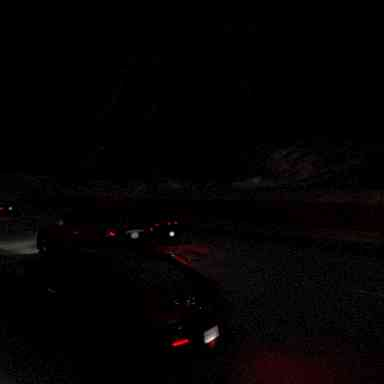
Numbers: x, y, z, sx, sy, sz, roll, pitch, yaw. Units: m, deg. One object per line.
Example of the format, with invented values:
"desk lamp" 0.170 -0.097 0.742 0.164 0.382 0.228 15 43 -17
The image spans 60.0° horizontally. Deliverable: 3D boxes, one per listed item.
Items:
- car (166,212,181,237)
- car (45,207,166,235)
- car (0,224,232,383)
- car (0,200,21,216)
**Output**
"car" -2.664 1.455 15.268 4.892 1.490 1.837 0 0 40
"car" -3.338 1.307 11.277 4.553 1.767 2.097 0 0 40
"car" -1.593 1.505 5.351 4.674 1.442 1.812 0 0 37
"car" -16.430 1.381 28.996 2.033 1.411 5.357 0 0 -41
